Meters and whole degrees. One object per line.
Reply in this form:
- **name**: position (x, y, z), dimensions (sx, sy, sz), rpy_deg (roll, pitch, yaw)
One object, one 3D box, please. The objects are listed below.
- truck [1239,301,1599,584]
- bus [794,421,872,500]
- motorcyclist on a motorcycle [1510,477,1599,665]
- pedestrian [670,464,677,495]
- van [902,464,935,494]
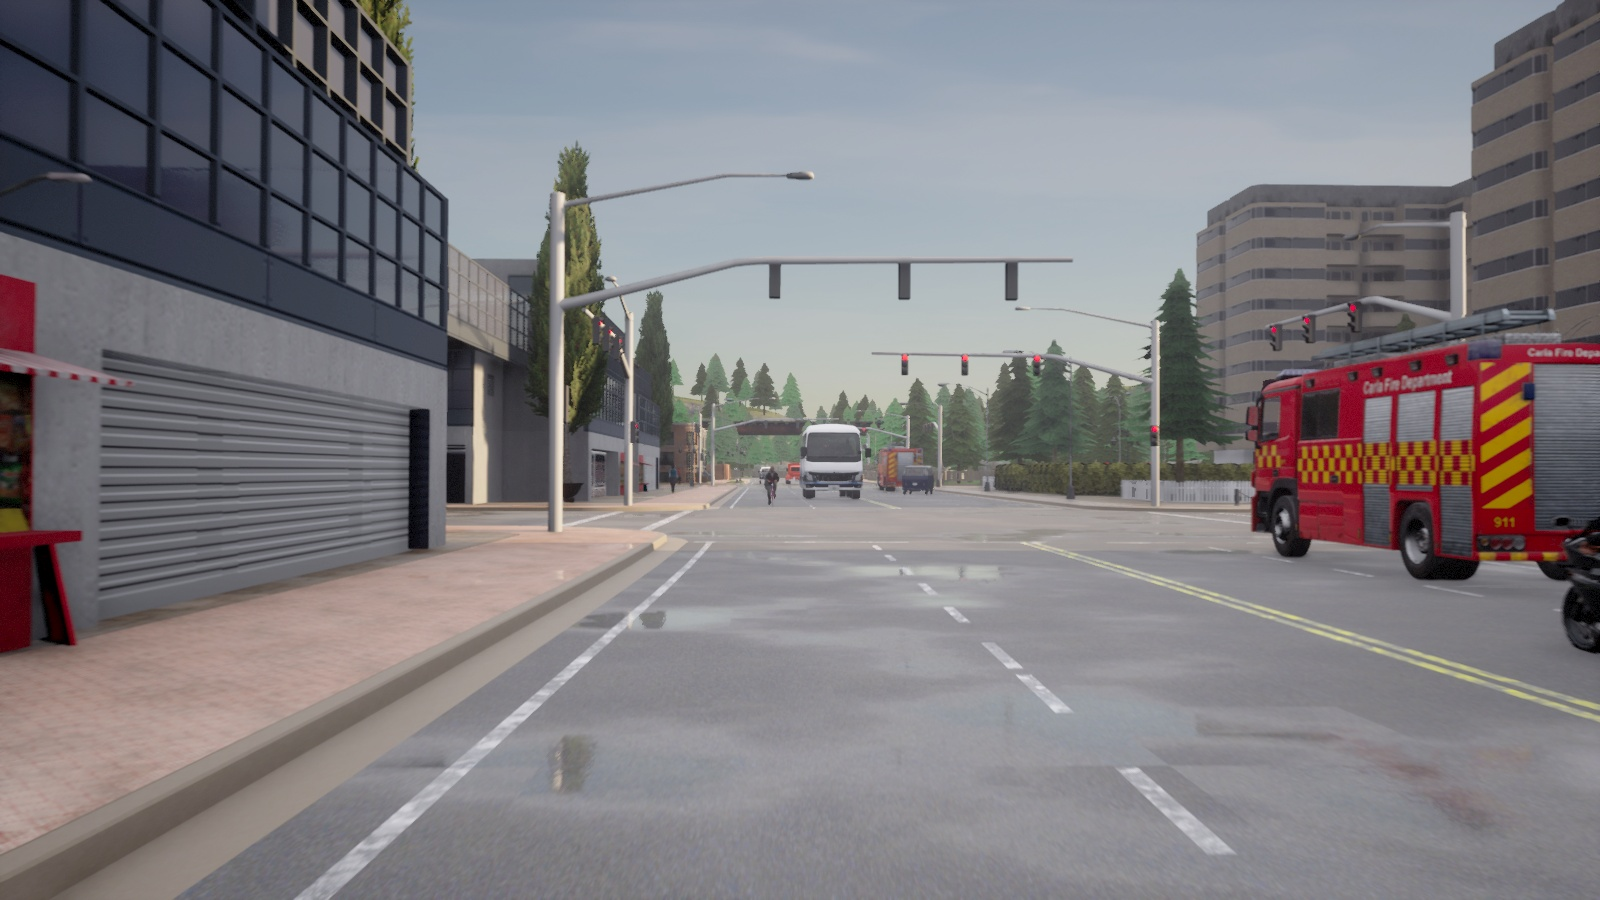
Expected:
- **truck**: position (10.409, -0.036, 21.272), dimensions (2.891, 3.827, 8.468), rpy_deg (0, -1, -1)
- **bus**: position (1.764, 0.659, 73.345), dimensions (3.944, 4.253, 10.273), rpy_deg (0, -1, -2)
- **motorcyclist on a motorcycle**: position (6.974, 0.997, 10.456), dimensions (0.866, 1.530, 2.191), rpy_deg (0, -1, 0)
- **pedestrian**: position (-7.798, 1.800, 77.418), dimensions (0.396, 1.930, 0.692), rpy_deg (0, -1, -3)
- **van**: position (8.080, 1.967, 85.518), dimensions (1.775, 1.987, 4.442), rpy_deg (0, -1, 11)
